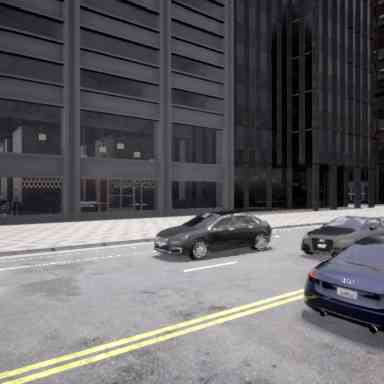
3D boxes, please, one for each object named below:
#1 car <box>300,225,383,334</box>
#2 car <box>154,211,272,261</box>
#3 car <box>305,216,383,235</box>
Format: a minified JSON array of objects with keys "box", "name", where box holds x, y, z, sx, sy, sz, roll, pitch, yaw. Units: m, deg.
[{"box":[4.061,1.563,6.410,4.181,1.385,1.994,0,0,-36],"name":"car"},{"box":[0.922,1.504,12.410,4.892,1.490,1.837,0,0,-36],"name":"car"},{"box":[5.814,1.563,11.948,4.181,1.385,1.994,0,0,-36],"name":"car"}]
